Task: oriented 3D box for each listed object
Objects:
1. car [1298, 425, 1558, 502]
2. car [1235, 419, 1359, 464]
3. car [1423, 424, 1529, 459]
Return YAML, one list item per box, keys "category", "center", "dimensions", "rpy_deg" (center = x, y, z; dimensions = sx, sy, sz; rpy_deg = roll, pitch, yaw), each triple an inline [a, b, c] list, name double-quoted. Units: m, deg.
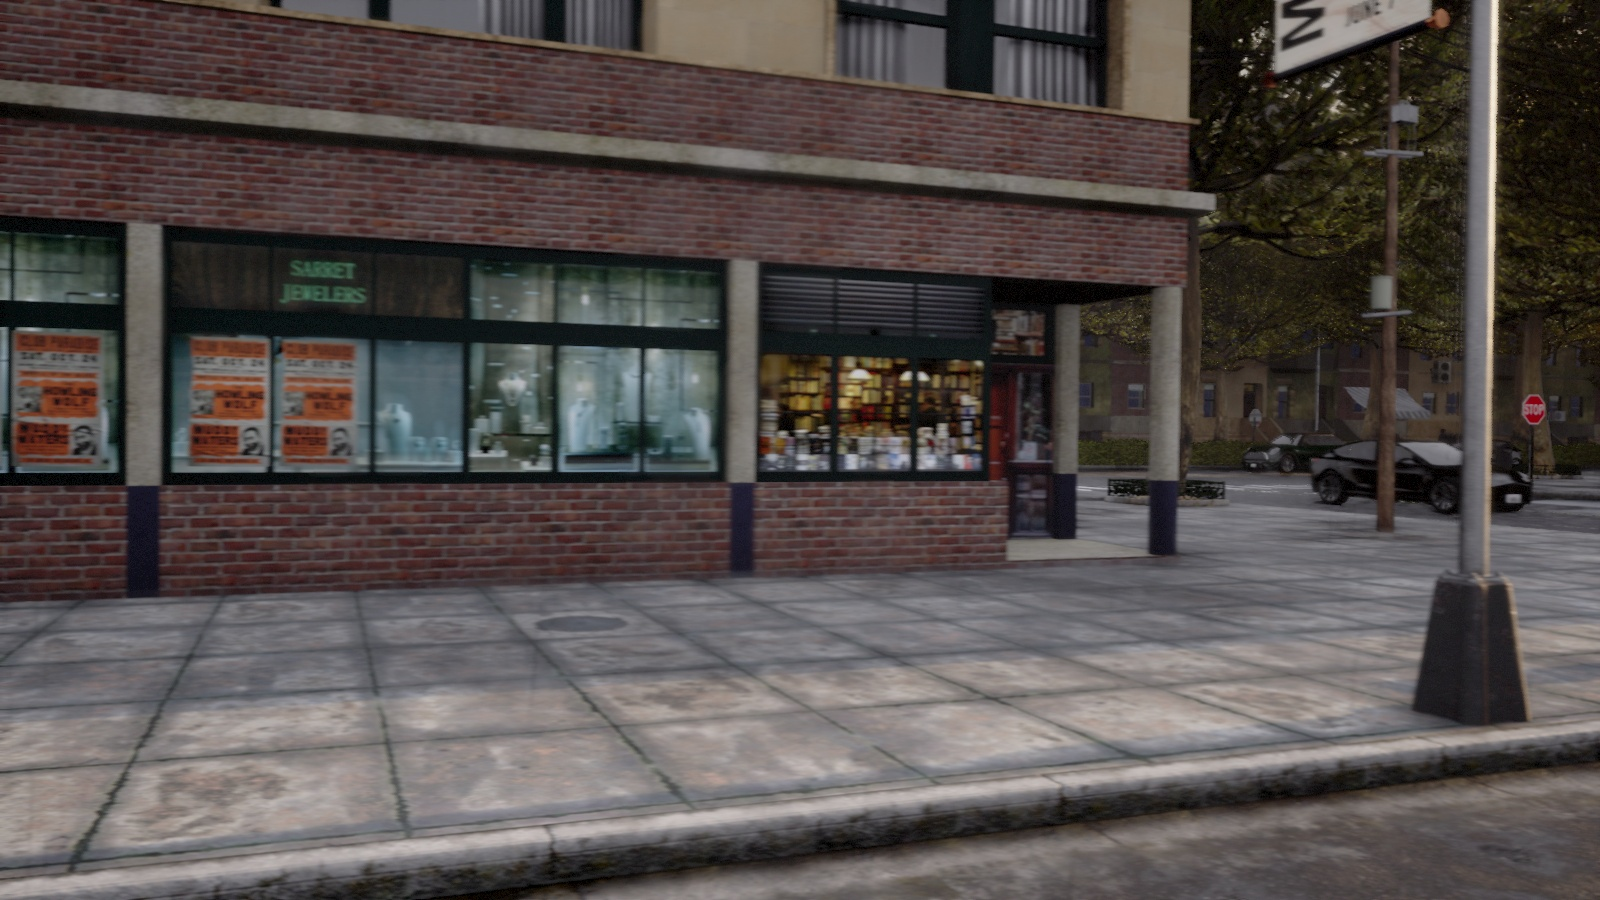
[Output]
- category: "car"
  center: [13.392, 0.226, 27.150]
  dimensions: [2.163, 1.488, 4.792]
  rpy_deg: [-1, 1, -22]
- category: "car"
  center: [20.438, -0.381, 51.632]
  dimensions: [4.553, 1.767, 2.097]
  rpy_deg: [-1, 1, -22]
- category: "car"
  center: [29.723, -0.378, 55.207]
  dimensions: [4.193, 1.474, 1.816]
  rpy_deg: [-1, 1, -21]
